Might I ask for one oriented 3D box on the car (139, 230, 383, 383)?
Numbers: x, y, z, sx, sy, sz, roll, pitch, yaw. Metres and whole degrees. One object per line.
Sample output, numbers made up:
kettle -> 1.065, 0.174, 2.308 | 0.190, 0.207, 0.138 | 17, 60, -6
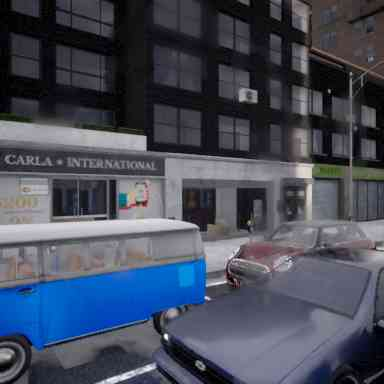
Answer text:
car -> 2.179, 1.547, 4.631 | 5.357, 1.411, 2.033 | 0, 0, -36

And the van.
van -> -1.651, 1.341, 5.011 | 3.998, 1.788, 1.690 | 0, 0, -36

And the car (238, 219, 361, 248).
car -> 2.751, 1.440, 8.160 | 4.097, 1.590, 1.967 | 0, 0, -36
